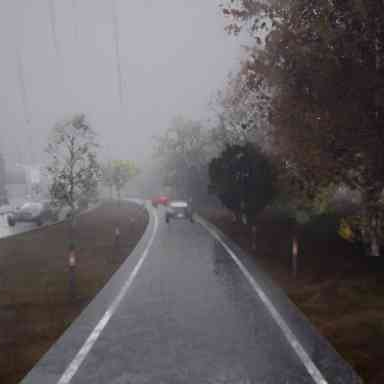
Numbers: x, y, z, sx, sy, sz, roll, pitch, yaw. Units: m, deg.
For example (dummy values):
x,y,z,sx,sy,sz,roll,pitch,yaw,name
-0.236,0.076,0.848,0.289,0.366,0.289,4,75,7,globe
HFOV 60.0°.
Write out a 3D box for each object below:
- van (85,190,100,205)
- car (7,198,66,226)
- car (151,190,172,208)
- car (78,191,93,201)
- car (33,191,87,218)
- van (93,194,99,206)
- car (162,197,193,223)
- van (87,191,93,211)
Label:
x,y,z,sx,sy,sz,roll,pitch,yaw,name
-14.472,0.822,48.500,1.878,1.987,4.442,1,-1,-16,van
-9.856,1.292,21.094,2.002,1.452,4.674,0,-1,-5,car
-3.705,0.810,40.787,2.150,2.045,5.566,0,1,-12,car
-24.055,0.859,74.817,2.435,2.045,5.566,2,-2,-25,car
-10.377,0.951,26.630,2.435,2.045,5.566,1,-1,-9,car
-13.127,0.846,43.084,1.878,1.987,4.442,1,-1,-15,van
-0.991,1.304,23.496,1.812,1.442,4.674,0,1,-6,car
-11.085,0.927,32.087,1.878,1.987,4.442,1,-1,-10,van
